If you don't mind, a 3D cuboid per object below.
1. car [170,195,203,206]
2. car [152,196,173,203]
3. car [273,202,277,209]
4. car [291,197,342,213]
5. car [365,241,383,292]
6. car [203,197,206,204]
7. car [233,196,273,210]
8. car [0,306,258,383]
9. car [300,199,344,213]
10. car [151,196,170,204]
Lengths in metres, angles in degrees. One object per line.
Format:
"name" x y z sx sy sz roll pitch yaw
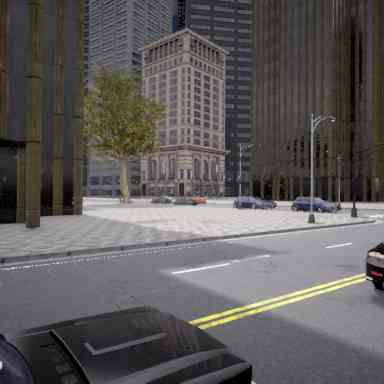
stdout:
"car" -0.872 1.513 51.709 1.994 1.385 4.181 1 0 -41
"car" -6.418 1.571 72.102 1.812 1.442 4.674 1 -1 -45
"car" 9.208 1.490 44.912 1.837 1.490 4.892 1 0 -40
"car" 12.860 1.305 35.133 2.097 1.767 4.553 1 0 -37
"car" 5.920 1.493 7.659 4.902 1.511 2.128 0 0 -35
"car" 0.541 1.399 64.915 2.097 1.767 4.553 1 -1 -43
"car" 7.348 1.306 42.049 2.097 1.767 4.553 1 0 -39
"car" -1.744 1.601 2.197 4.718 1.301 1.895 0 0 -36
"car" 14.788 1.550 37.973 1.994 1.385 4.181 1 0 -38
"car" -5.693 1.546 61.917 1.994 1.385 4.181 1 -1 -43
